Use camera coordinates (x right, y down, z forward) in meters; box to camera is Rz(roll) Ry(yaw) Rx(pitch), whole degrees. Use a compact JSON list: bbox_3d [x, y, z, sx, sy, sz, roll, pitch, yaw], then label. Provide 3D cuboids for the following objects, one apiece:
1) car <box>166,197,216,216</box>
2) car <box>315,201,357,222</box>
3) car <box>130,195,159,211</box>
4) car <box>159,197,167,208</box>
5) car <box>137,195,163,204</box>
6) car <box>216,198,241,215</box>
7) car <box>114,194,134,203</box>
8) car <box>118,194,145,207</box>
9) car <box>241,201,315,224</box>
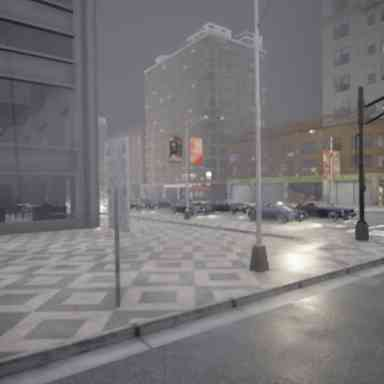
[{"bbox_3d":[-0.146,1.372,30.418,1.994,1.385,4.181,-1,0,-36],"label":"car"},{"bbox_3d":[8.953,1.311,23.400,1.895,1.301,4.718,-1,0,-36],"label":"car"},{"bbox_3d":[-6.035,1.406,38.551,1.994,1.385,4.181,-1,1,-35],"label":"car"},{"bbox_3d":[-2.706,1.333,39.480,2.033,1.411,5.357,-1,1,-36],"label":"car"},{"bbox_3d":[-7.260,1.267,57.129,2.033,1.411,5.357,-1,1,-36],"label":"car"},{"bbox_3d":[3.287,1.297,31.206,2.033,1.411,5.357,-1,0,-36],"label":"car"},{"bbox_3d":[-13.539,1.221,65.803,1.882,1.535,5.008,-1,1,-36],"label":"car"},{"bbox_3d":[-8.715,1.165,47.828,2.097,1.767,4.553,-1,1,-35],"label":"car"},{"bbox_3d":[5.684,1.332,22.374,1.994,1.385,4.181,-1,0,-36],"label":"car"}]
